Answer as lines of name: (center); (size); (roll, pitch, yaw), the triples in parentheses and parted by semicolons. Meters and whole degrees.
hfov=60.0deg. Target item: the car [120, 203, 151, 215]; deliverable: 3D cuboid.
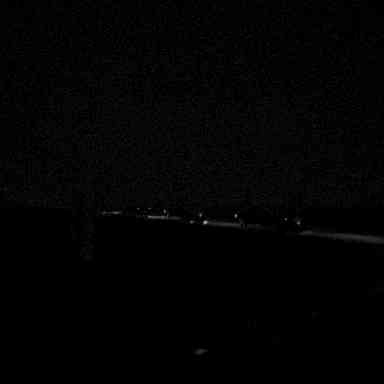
car: (-6.500, 1.922, 38.083); (1.895, 1.301, 4.718); (2, -1, -36)

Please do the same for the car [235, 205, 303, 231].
car: (5.023, 1.650, 22.177); (2.128, 1.511, 4.902); (2, -1, -37)

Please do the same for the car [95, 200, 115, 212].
car: (-12.349, 1.924, 46.250); (1.837, 1.490, 4.892); (2, -2, -36)

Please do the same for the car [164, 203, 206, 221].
car: (-0.697, 1.723, 30.030); (2.128, 1.511, 4.902); (2, -1, -36)
